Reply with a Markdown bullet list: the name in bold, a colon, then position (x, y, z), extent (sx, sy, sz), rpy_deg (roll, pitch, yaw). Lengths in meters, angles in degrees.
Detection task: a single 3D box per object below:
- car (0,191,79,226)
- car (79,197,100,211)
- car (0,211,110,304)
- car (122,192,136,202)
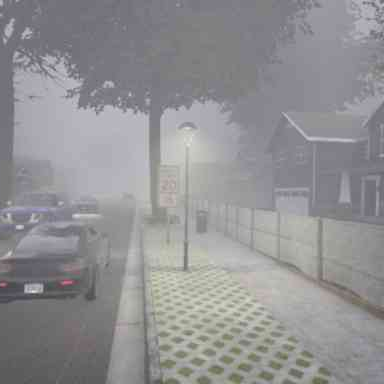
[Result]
- **car**: position (-7.134, 0.973, 15.698), extent (2.150, 2.045, 5.566), rpy_deg (1, 1, -9)
- **car**: position (-9.307, 1.117, 29.463), extent (1.994, 1.385, 4.181), rpy_deg (1, 1, -9)
- **car**: position (-3.015, 1.425, 7.862), extent (1.812, 1.442, 4.674), rpy_deg (1, 1, -9)
- **car**: position (-9.912, 0.715, 52.109), extent (1.837, 1.490, 4.892), rpy_deg (1, 1, -9)
